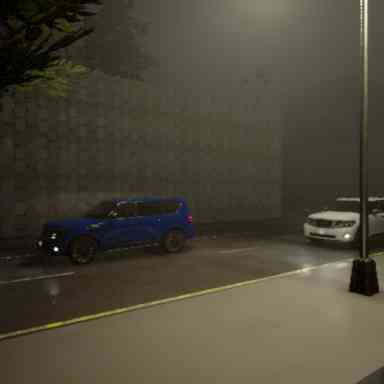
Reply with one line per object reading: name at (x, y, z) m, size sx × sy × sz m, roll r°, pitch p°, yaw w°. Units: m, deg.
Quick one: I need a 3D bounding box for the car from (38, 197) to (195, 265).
car at (-2.490, 1.217, 12.022) m, size 5.566 × 2.045 × 2.150 m, roll -1°, pitch 1°, yaw -35°

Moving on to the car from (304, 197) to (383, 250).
car at (7.352, 1.233, 14.649) m, size 5.566 × 2.045 × 2.150 m, roll 0°, pitch 0°, yaw -35°
